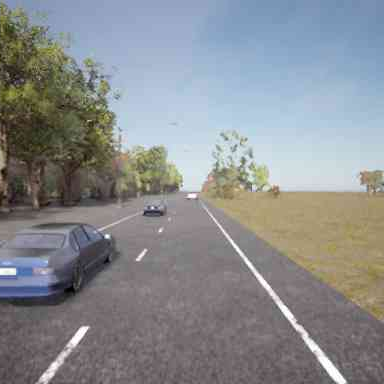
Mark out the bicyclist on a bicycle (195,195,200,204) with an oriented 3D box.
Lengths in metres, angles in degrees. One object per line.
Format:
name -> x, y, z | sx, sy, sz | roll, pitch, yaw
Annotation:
bicyclist on a bicycle -> 0.949, 1.225, 52.848 | 0.582, 1.620, 1.656 | 0, 0, 0

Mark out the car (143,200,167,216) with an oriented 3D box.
car -> -3.410, 1.412, 31.306 | 2.033, 1.411, 5.357 | 0, 0, 0

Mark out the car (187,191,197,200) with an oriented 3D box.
car -> -0.019, 0.849, 80.213 | 2.150, 2.045, 5.566 | 0, 0, 0

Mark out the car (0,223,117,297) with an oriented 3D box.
car -> -3.402, 1.509, 8.663 | 2.033, 1.411, 5.357 | 0, 0, 0

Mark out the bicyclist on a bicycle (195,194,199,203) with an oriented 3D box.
bicyclist on a bicycle -> 0.936, 1.164, 63.102 | 0.866, 1.612, 1.509 | 0, 0, 0
